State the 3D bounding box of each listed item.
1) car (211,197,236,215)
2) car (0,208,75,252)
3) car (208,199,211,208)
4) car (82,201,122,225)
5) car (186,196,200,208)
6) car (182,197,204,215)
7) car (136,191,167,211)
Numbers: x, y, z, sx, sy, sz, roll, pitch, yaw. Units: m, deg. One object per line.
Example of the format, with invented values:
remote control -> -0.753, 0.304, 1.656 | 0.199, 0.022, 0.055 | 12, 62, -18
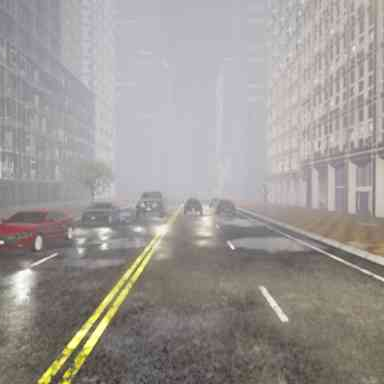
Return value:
car -> 3.277, 1.438, 33.531 | 1.882, 1.535, 5.008 | 0, 0, 0
car -> -6.559, 1.460, 13.934 | 1.882, 1.535, 5.008 | 0, 0, 1
car -> 3.311, 1.466, 46.516 | 1.812, 1.442, 4.674 | 0, 0, 1
car -> -6.485, 1.448, 24.309 | 1.882, 1.535, 5.008 | 0, 0, 0
car -> 0.122, 1.444, 47.947 | 1.837, 1.490, 4.892 | 0, 0, 0
car -> 0.124, 1.460, 33.690 | 1.837, 1.490, 4.892 | 0, -1, 0
car -> -3.232, 0.910, 27.515 | 2.150, 2.045, 5.566 | 0, 0, 0
